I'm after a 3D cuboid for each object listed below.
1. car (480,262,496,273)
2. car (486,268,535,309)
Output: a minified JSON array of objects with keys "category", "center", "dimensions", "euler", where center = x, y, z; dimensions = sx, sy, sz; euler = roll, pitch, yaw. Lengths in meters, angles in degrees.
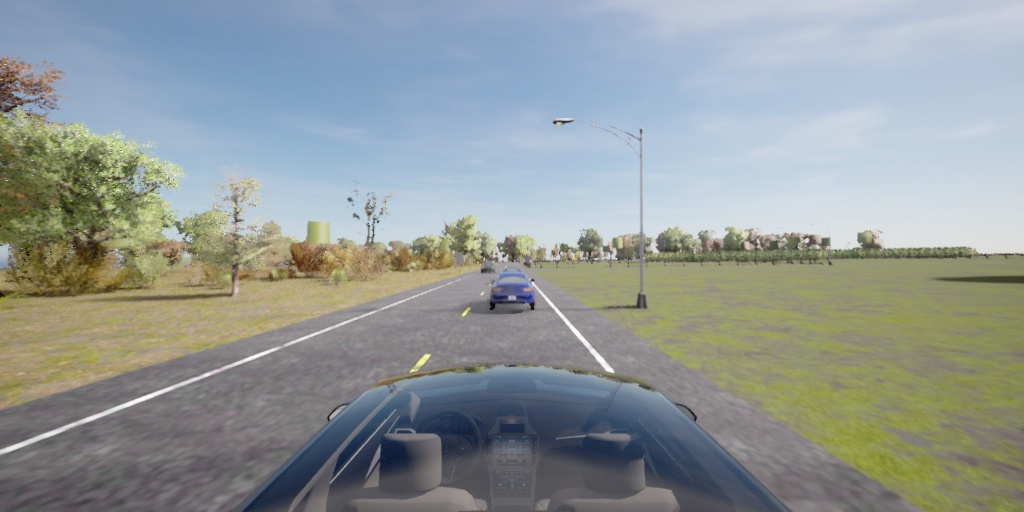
[{"category":"car","center":[-3.495,1.652,53.274],"dimensions":[2.097,1.767,4.553],"euler":[0,0,0]},{"category":"car","center":[0.031,1.427,15.741],"dimensions":[1.812,1.442,4.674],"euler":[0,0,1]}]
